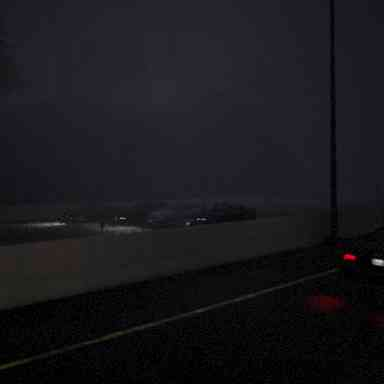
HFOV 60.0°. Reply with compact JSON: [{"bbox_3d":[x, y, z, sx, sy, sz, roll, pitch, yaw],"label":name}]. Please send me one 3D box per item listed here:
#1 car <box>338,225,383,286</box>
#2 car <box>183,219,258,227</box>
[{"bbox_3d":[5.711,1.435,8.279,5.357,1.411,2.033,-1,0,-39],"label":"car"},{"bbox_3d":[1.674,1.360,18.857,4.902,1.511,2.128,-1,0,-40],"label":"car"}]
